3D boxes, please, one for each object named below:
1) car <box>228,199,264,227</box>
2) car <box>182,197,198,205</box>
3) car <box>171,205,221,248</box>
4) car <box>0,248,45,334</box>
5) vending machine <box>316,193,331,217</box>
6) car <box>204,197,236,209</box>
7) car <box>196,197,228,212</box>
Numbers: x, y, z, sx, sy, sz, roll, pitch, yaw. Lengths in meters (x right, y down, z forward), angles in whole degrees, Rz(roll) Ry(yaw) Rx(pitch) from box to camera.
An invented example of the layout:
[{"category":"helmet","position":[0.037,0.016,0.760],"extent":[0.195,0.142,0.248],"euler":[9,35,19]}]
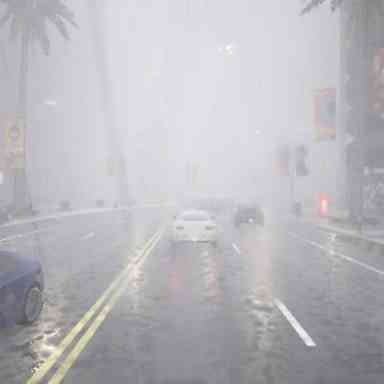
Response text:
[{"category":"car","position":[3.712,1.473,22.664],"extent":[1.837,1.490,4.892],"euler":[0,0,3]},{"category":"car","position":[0.457,1.434,47.312],"extent":[1.837,1.490,4.892],"euler":[0,0,34]},{"category":"car","position":[0.086,1.504,14.630],"extent":[1.812,1.442,4.674],"euler":[0,0,0]},{"category":"car","position":[-3.581,1.519,4.350],"extent":[1.812,1.442,4.674],"euler":[0,0,0]},{"category":"vending machine","position":[11.743,1.152,29.731],"extent":[1.100,2.100,0.880],"euler":[0,0,15]},{"category":"car","position":[3.990,1.478,46.593],"extent":[2.033,1.411,5.357],"euler":[0,0,35]},{"category":"car","position":[2.502,1.494,35.934],"extent":[2.033,1.411,5.357],"euler":[0,0,20]}]
